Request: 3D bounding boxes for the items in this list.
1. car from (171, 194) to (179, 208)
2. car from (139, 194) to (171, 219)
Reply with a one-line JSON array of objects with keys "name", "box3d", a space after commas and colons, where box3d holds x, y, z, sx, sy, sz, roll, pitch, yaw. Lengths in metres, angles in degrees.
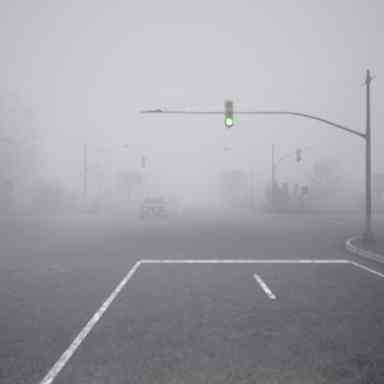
[{"name": "car", "box3d": [-3.436, 1.406, 56.289, 2.150, 2.045, 5.566, 0, 0, 0]}, {"name": "car", "box3d": [-3.468, 1.411, 31.014, 2.150, 2.045, 5.566, 0, 0, 0]}]
